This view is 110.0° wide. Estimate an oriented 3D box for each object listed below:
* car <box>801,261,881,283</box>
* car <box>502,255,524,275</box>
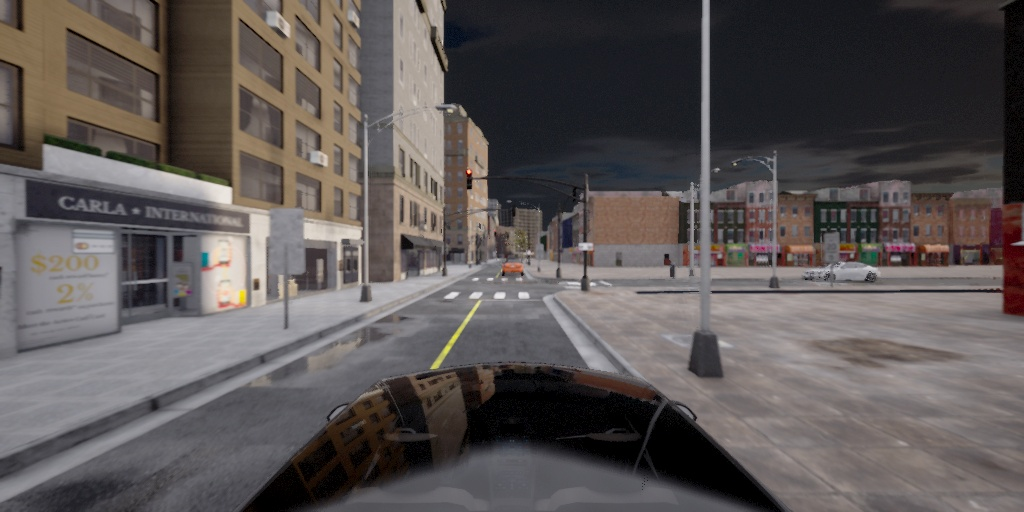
[{"bbox_3d":[23.097,1.107,25.215,4.674,1.442,1.812,0,0,0],"label":"car"},{"bbox_3d":[0.082,0.991,36.778,2.097,1.767,4.553,0,0,0],"label":"car"}]
